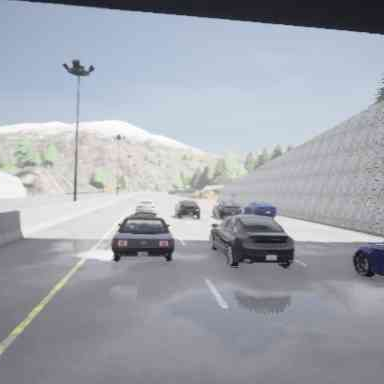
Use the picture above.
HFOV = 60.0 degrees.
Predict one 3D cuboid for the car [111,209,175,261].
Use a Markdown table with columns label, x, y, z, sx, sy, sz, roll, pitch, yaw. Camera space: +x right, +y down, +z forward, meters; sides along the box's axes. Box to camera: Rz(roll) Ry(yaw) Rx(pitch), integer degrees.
| label | x | y | z | sx | sy | sz | roll | pitch | yaw |
| --- | --- | --- | --- | --- | --- | --- | --- | --- | --- |
| car | -1.720 | 1.528 | 11.969 | 1.895 | 1.301 | 4.718 | 2 | 0 | -8 |

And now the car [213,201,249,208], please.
| label | x | y | z | sx | sy | sz | roll | pitch | yaw |
| --- | --- | --- | --- | --- | --- | --- | --- | --- | --- |
| car | 3.051 | 1.534 | 29.294 | 2.128 | 1.511 | 4.902 | 2 | 0 | -8 |

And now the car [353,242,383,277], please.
| label | x | y | z | sx | sy | sz | roll | pitch | yaw |
| --- | --- | --- | --- | --- | --- | --- | --- | --- | --- |
| car | 5.867 | 1.691 | 7.896 | 1.812 | 1.442 | 4.674 | 2 | 0 | -8 |

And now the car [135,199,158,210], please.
| label | x | y | z | sx | sy | sz | roll | pitch | yaw |
| --- | --- | --- | --- | --- | --- | --- | --- | --- | --- |
| car | -4.041 | 1.352 | 29.431 | 1.812 | 1.442 | 4.674 | 2 | 0 | -8 |

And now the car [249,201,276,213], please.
| label | x | y | z | sx | sy | sz | roll | pitch | yaw |
| --- | --- | --- | --- | --- | --- | --- | --- | --- | --- |
| car | 6.307 | 1.616 | 31.351 | 1.882 | 1.535 | 5.008 | 2 | 0 | -8 |

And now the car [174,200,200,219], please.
| label | x | y | z | sx | sy | sz | roll | pitch | yaw |
| --- | --- | --- | --- | --- | --- | --- | --- | --- | --- |
| car | -0.426 | 1.442 | 28.896 | 1.837 | 1.490 | 4.892 | 2 | 0 | -8 |

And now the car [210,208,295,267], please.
| label | x | y | z | sx | sy | sz | roll | pitch | yaw |
| --- | --- | --- | --- | --- | --- | --- | --- | --- | --- |
| car | 1.871 | 1.542 | 11.526 | 1.837 | 1.490 | 4.892 | 2 | 0 | -8 |
